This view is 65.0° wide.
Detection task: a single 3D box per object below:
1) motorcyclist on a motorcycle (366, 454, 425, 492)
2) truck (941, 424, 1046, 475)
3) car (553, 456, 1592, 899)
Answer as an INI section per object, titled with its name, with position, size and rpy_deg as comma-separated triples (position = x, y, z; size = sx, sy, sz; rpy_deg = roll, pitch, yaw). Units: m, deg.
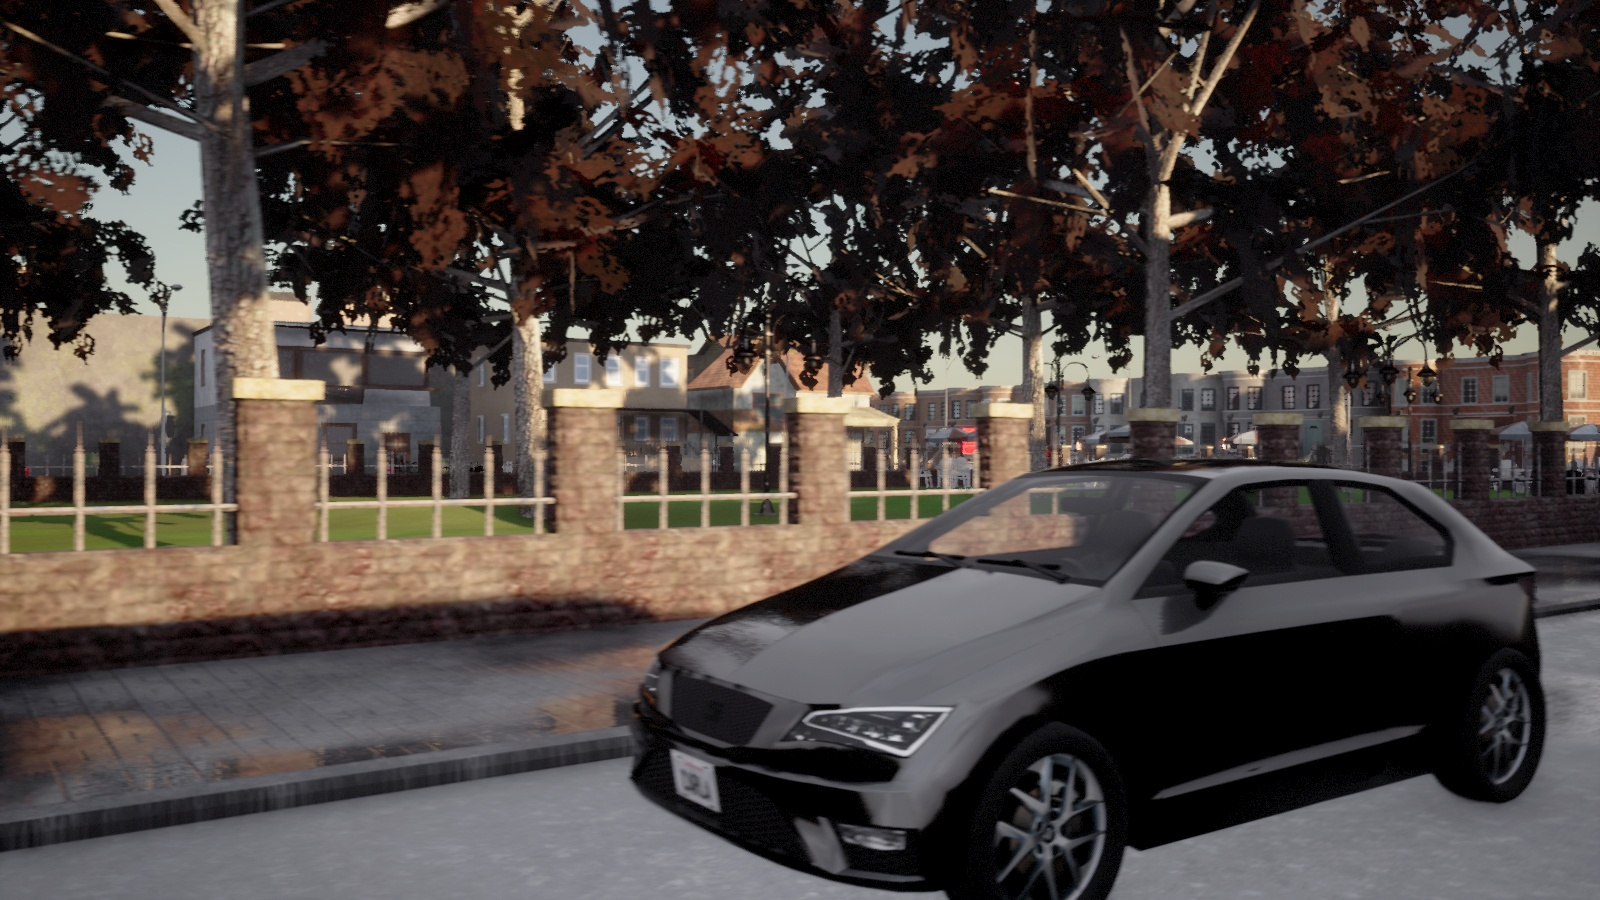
[motorcyclist on a motorcycle]
position = -16.929, 0.944, 52.547
size = 2.191, 1.530, 0.866
rpy_deg = 0, 0, -35
[truck]
position = 13.701, -0.046, 89.630
size = 2.891, 3.462, 7.936
rpy_deg = 0, 0, -32
[car]
position = 1.309, 0.768, 5.180
size = 4.193, 1.474, 1.816
rpy_deg = 0, 0, -35
